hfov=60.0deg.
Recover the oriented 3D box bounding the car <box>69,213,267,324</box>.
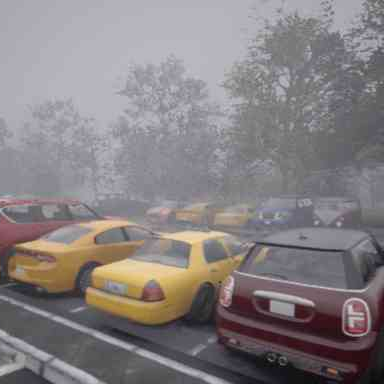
[{"bbox_3d":[0.278,1.500,7.380,1.946,1.575,5.366,0,0,36],"label":"car"}]

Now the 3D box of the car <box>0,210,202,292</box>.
[{"bbox_3d":[-2.089,1.491,8.857,2.097,1.535,5.008,0,0,36],"label":"car"}]

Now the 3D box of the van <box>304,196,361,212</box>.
[{"bbox_3d":[7.740,1.275,17.753,1.878,1.987,4.442,0,0,36],"label":"van"}]

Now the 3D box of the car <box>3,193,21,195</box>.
[{"bbox_3d":[-17.032,1.102,35.814,2.231,1.521,4.892,2,1,36],"label":"car"}]

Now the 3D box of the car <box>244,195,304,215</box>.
[{"bbox_3d":[5.535,1.238,19.457,2.435,2.045,5.566,0,0,36],"label":"car"}]

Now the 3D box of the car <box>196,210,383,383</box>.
[{"bbox_3d":[2.305,1.389,5.646,2.185,1.767,4.553,0,0,36],"label":"car"}]

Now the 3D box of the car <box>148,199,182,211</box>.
[{"bbox_3d":[-1.299,1.322,24.476,2.185,1.767,4.553,1,0,36],"label":"car"}]

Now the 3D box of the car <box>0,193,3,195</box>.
[{"bbox_3d":[-19.394,1.013,37.524,2.097,1.535,5.008,2,1,36],"label":"car"}]

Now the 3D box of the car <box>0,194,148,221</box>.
[{"bbox_3d":[-4.323,1.228,10.516,2.435,2.045,5.566,0,0,36],"label":"car"}]

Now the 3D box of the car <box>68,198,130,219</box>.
[{"bbox_3d":[-8.096,1.347,29.362,2.097,1.535,5.008,1,1,36],"label":"car"}]

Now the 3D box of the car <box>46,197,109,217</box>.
[{"bbox_3d":[-10.467,1.295,30.843,1.946,1.575,5.366,1,1,36],"label":"car"}]

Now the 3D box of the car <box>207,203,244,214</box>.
[{"bbox_3d":[3.404,1.474,21.264,1.946,1.575,5.366,0,0,36],"label":"car"}]

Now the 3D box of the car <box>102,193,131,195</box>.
[{"bbox_3d":[-5.820,1.138,27.744,2.435,2.045,5.566,1,1,36],"label":"car"}]

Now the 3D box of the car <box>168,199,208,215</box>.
[{"bbox_3d":[0.936,1.464,22.814,2.097,1.535,5.008,0,0,36],"label":"car"}]
